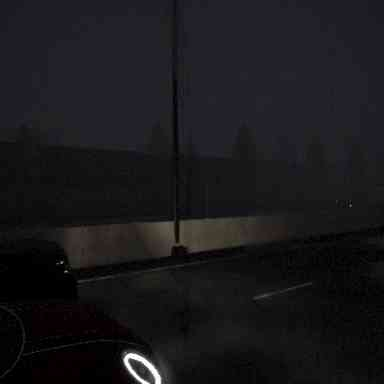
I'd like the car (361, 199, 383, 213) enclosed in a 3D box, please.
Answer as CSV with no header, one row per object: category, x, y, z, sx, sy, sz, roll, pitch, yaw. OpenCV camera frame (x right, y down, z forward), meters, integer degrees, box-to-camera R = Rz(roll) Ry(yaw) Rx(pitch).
car,20.335,1.463,35.699,4.718,1.301,1.895,0,0,-35

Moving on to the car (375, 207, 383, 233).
car,11.188,1.479,16.033,5.357,1.411,2.033,0,0,-36

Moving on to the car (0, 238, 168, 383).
car,-2.351,1.356,2.069,4.553,1.767,2.097,0,0,-36

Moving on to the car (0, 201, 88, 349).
car,-4.615,1.226,4.753,5.566,2.045,2.150,0,0,-36
